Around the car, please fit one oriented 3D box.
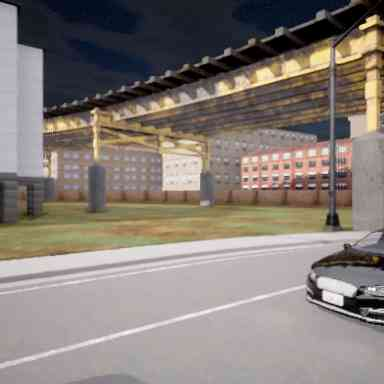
[{"bbox_3d":[4.441,1.491,6.724,4.902,1.511,2.128,0,0,-30],"label":"car"}]
